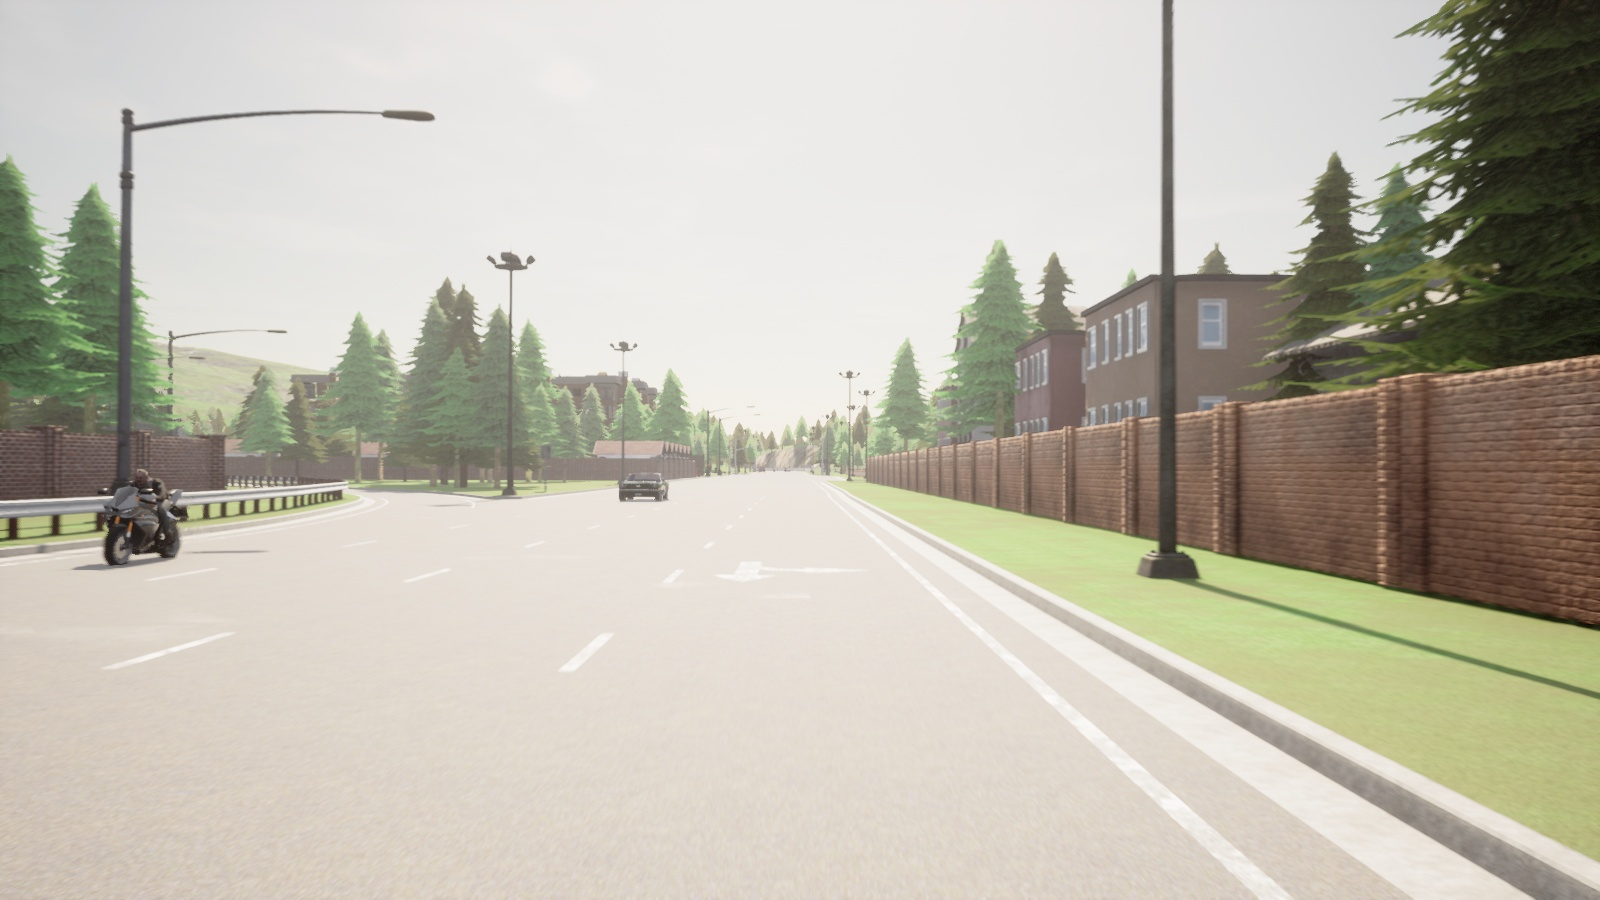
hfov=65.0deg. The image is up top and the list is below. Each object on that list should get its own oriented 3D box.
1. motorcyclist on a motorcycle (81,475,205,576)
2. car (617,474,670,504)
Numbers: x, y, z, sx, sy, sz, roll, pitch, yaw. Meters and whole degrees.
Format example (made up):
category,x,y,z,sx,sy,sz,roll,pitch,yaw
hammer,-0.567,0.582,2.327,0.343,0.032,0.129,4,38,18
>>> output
category,x,y,z,sx,sy,sz,roll,pitch,yaw
motorcyclist on a motorcycle,-10.548,1.176,20.273,0.866,1.530,2.191,0,-1,0
car,-7.143,1.761,57.730,1.895,1.301,4.718,0,-1,0
